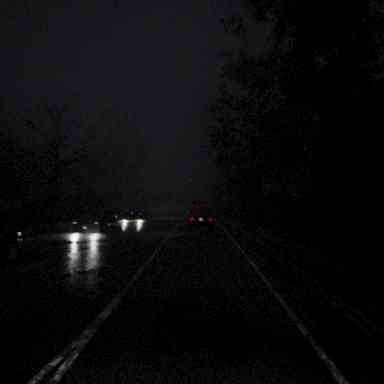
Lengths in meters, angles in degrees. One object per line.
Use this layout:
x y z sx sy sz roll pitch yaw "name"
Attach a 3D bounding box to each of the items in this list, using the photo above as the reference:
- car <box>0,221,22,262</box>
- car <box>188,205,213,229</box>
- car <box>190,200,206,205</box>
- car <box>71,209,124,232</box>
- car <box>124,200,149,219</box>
-6.960 1.568 9.732 1.837 1.490 4.892 0 -1 3 "car"
0.648 1.968 24.991 2.033 1.411 5.357 0 -1 1 "car"
0.879 2.207 48.573 2.150 2.045 5.566 0 -1 1 "car"
-6.573 1.893 23.228 2.033 1.411 5.357 0 -1 1 "car"
-6.304 1.918 37.982 2.150 2.045 5.566 0 -1 1 "car"
